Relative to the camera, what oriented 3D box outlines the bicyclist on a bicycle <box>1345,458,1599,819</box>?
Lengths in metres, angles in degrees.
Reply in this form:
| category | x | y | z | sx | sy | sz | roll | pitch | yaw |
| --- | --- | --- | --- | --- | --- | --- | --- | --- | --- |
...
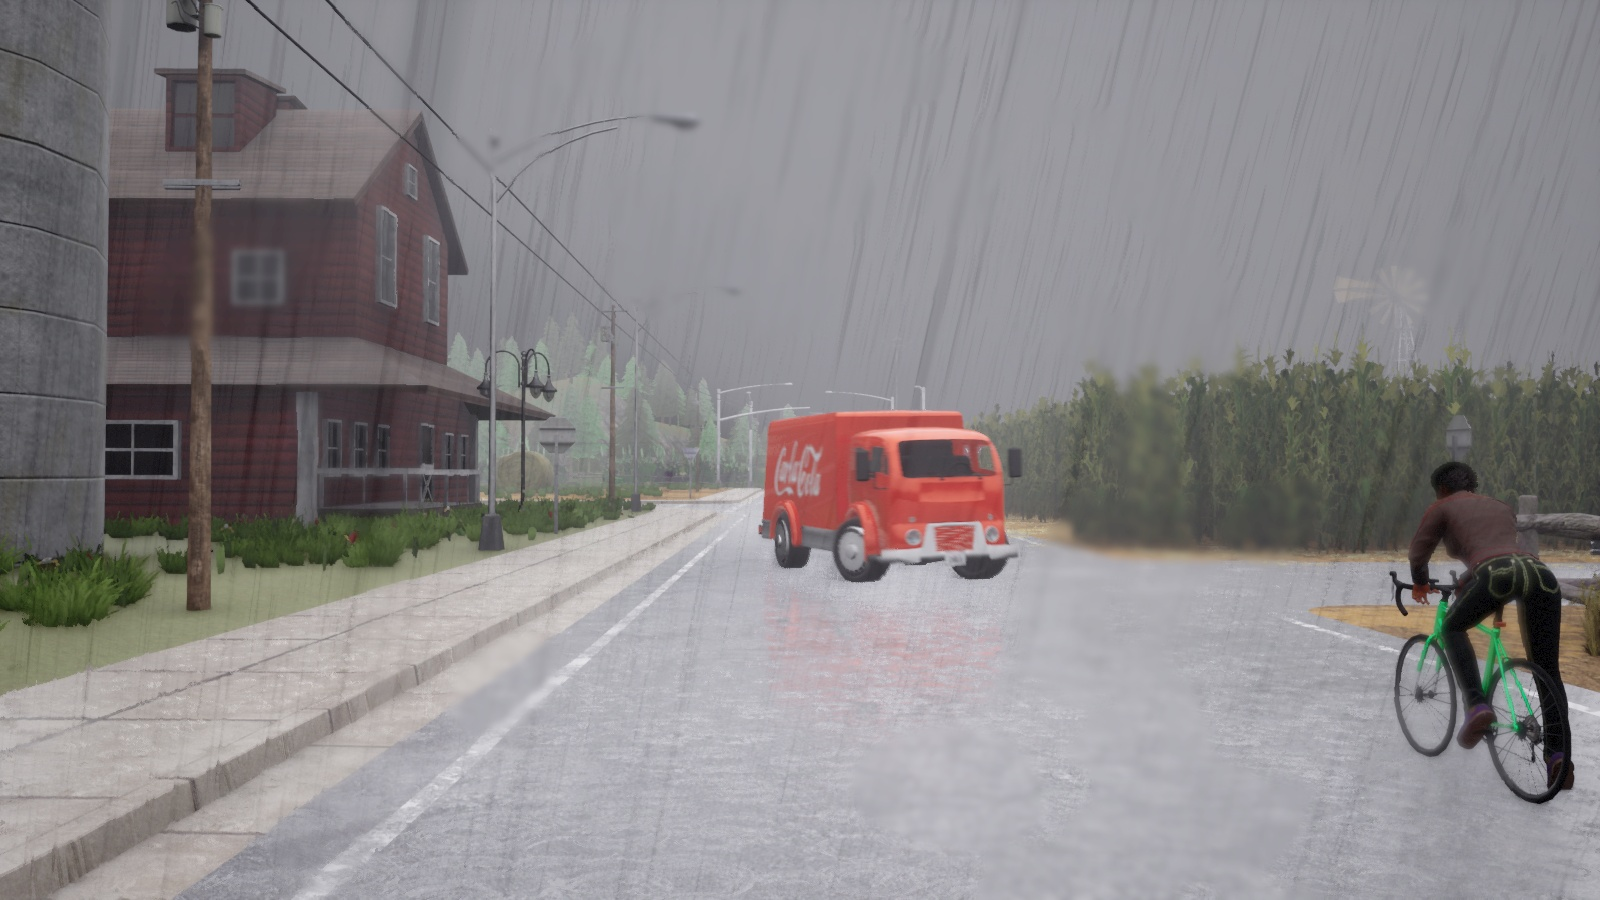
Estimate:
| category | x | y | z | sx | sy | sz | roll | pitch | yaw |
| --- | --- | --- | --- | --- | --- | --- | --- | --- | --- |
| bicyclist on a bicycle | 3.478 | 0.862 | 6.486 | 0.582 | 1.620 | 1.656 | 0 | -1 | 0 |

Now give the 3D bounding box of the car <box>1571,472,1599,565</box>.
| category | x | y | z | sx | sy | sz | roll | pitch | yaw |
| --- | --- | --- | --- | --- | --- | --- | --- | --- | --- |
| car | 15.334 | 1.094 | 20.049 | 4.892 | 1.490 | 1.837 | 0 | -1 | 0 |

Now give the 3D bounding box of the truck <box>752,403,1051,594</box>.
| category | x | y | z | sx | sy | sz | roll | pitch | yaw |
| --- | --- | --- | --- | --- | --- | --- | --- | --- | --- |
| truck | 1.318 | 0.639 | 19.280 | 2.627 | 2.467 | 5.204 | -1 | 0 | -19 |
